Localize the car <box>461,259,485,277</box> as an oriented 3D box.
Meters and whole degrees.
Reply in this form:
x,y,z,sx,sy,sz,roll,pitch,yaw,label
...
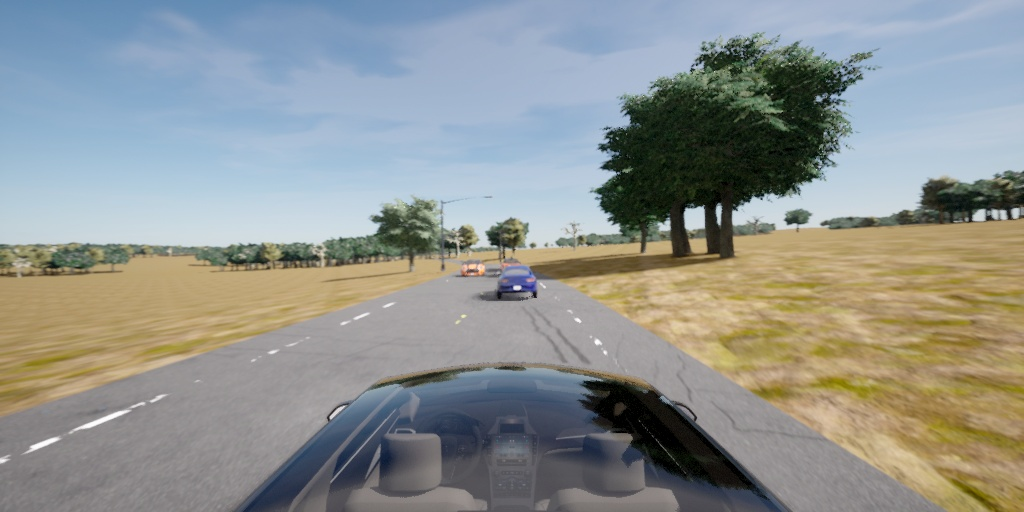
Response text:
x,y,z,sx,sy,sz,roll,pitch,yaw,label
-3.702,1.084,34.735,2.097,1.767,4.553,-1,0,-2,car

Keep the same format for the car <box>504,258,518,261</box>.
x,y,z,sx,sy,sz,roll,pitch,yaw,label
-0.125,1.012,35.901,2.097,1.767,4.553,-1,0,-2,car

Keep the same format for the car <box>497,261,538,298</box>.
x,y,z,sx,sy,sz,roll,pitch,yaw,label
0.236,1.167,17.547,1.812,1.442,4.674,-1,0,0,car
